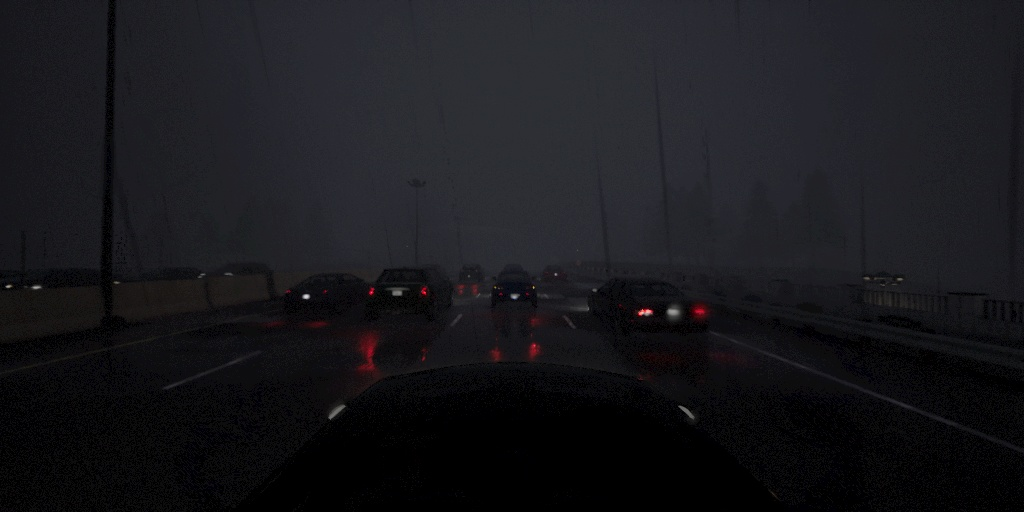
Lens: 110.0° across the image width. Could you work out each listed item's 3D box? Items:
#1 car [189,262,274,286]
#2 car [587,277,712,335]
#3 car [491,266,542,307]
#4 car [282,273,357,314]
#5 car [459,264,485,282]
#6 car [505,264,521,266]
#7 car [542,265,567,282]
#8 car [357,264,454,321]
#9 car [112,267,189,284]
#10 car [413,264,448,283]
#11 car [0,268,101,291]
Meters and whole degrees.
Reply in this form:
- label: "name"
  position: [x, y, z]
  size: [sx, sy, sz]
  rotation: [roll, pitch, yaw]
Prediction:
- label: "car"
  position: [-17.598, 1.193, 23.123]
  size: [2.097, 1.767, 4.553]
  rotation: [0, -1, 0]
- label: "car"
  position: [3.601, 1.314, 10.496]
  size: [2.033, 1.411, 5.357]
  rotation: [0, 0, 0]
- label: "car"
  position: [0.086, 1.311, 15.512]
  size: [1.812, 1.442, 4.674]
  rotation: [0, 0, 0]
- label: "car"
  position: [-6.900, 1.343, 14.031]
  size: [1.994, 1.385, 4.181]
  rotation: [0, 0, 0]
- label: "car"
  position: [-3.399, 1.425, 30.796]
  size: [2.128, 1.511, 4.902]
  rotation: [0, -1, 0]
- label: "car"
  position: [0.101, 1.435, 32.425]
  size: [1.882, 1.535, 5.008]
  rotation: [0, -1, 0]
- label: "car"
  position: [3.601, 1.506, 31.403]
  size: [1.994, 1.385, 4.181]
  rotation: [0, -1, 0]
- label: "car"
  position: [-3.399, 1.126, 12.741]
  size: [2.097, 1.767, 4.553]
  rotation: [0, 0, 0]
- label: "car"
  position: [-21.100, 1.380, 22.272]
  size: [2.033, 1.411, 5.357]
  rotation: [0, 0, 0]
- label: "car"
  position: [-6.898, 1.439, 30.854]
  size: [1.837, 1.490, 4.892]
  rotation: [0, -1, 0]
- label: "car"
  position: [-24.600, 1.358, 19.566]
  size: [2.033, 1.411, 5.357]
  rotation: [0, 0, 0]
